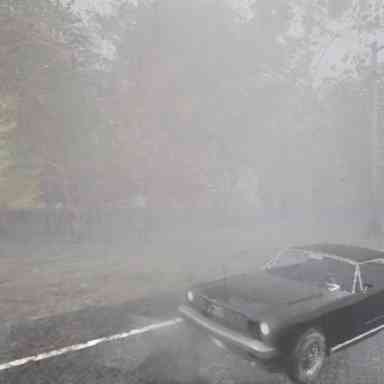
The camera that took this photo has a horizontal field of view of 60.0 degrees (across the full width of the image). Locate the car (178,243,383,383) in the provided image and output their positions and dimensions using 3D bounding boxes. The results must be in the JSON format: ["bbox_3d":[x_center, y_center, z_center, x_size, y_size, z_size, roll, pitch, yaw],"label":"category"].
[{"bbox_3d":[2.141,1.617,5.521,4.718,1.301,1.895,0,0,-35],"label":"car"}]
